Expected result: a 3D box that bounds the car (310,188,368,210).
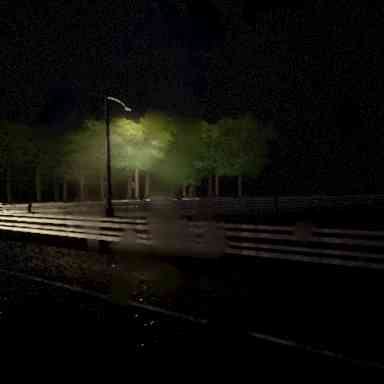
[{"bbox_3d":[14.763,0.688,33.401,5.566,2.045,2.150,-2,-1,-6],"label":"car"}]
